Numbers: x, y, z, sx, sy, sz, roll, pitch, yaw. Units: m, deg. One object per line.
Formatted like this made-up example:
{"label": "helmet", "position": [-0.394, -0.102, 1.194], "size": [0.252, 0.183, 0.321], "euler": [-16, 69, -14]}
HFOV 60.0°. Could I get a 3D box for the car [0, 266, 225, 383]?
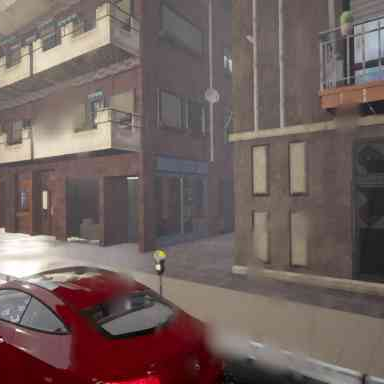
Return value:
{"label": "car", "position": [-1.613, 1.583, 3.999], "size": [4.206, 1.307, 1.802], "euler": [0, -1, 36]}
